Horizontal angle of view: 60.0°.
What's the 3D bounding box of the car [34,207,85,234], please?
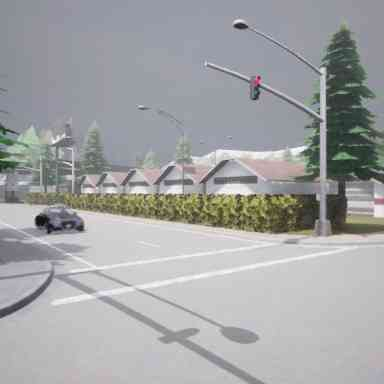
[{"bbox_3d":[-7.743,1.580,19.267,1.994,1.385,4.181,0,1,-37],"label":"car"}]
